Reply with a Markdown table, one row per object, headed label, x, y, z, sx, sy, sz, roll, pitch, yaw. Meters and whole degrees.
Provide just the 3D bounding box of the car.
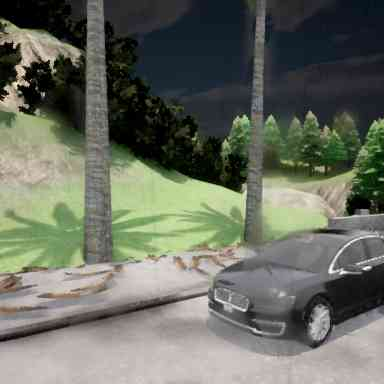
| label | x | y | z | sx | sy | sz | roll | pitch | yaw |
| --- | --- | --- | --- | --- | --- | --- | --- | --- | --- |
| car | 2.522 | 1.505 | 6.401 | 4.892 | 1.490 | 1.837 | 0 | 0 | -35 |
